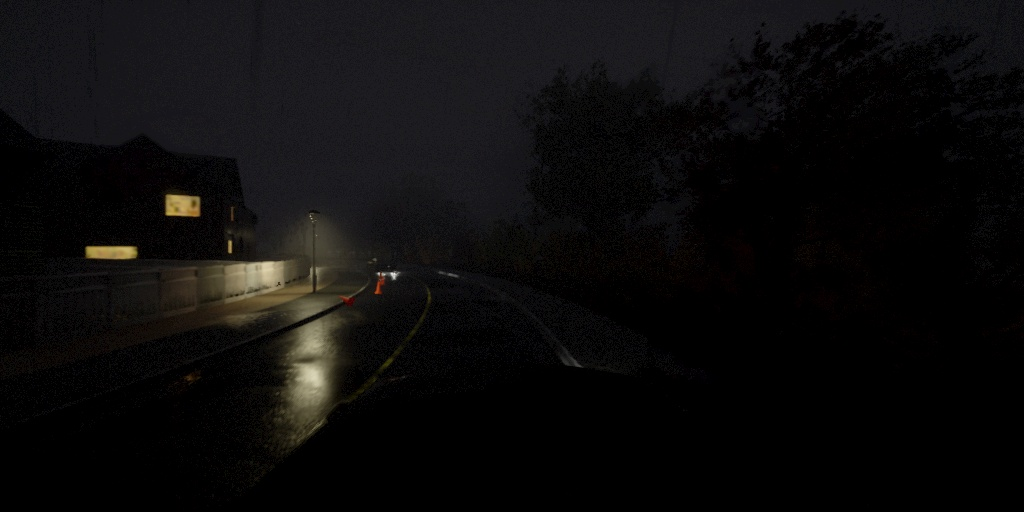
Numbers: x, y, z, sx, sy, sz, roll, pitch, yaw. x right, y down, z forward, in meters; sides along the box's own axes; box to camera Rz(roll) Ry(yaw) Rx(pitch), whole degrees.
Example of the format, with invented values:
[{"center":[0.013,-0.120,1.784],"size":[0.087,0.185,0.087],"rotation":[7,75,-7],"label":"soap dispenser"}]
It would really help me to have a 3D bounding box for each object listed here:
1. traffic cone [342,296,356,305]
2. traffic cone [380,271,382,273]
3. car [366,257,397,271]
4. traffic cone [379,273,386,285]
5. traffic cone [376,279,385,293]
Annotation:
[{"center":[-6.056,1.444,13.487],"size":[0.340,0.580,0.340],"rotation":[0,0,13],"label":"traffic cone"},{"center":[-9.911,1.425,27.141],"size":[0.340,0.580,0.340],"rotation":[0,0,-24],"label":"traffic cone"},{"center":[-13.611,0.831,37.311],"size":[1.994,1.385,4.181],"rotation":[0,1,-41],"label":"car"},{"center":[-8.138,1.506,22.673],"size":[0.340,0.580,0.340],"rotation":[0,0,-19],"label":"traffic cone"},{"center":[-6.716,1.575,18.082],"size":[0.340,0.580,0.340],"rotation":[0,0,-15],"label":"traffic cone"}]
